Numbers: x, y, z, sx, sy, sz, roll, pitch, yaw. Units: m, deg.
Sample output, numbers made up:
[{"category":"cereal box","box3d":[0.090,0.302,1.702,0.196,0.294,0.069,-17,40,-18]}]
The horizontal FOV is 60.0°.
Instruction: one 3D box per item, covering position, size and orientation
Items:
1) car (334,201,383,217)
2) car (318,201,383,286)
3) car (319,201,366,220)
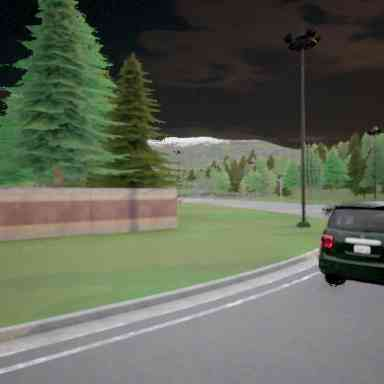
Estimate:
[{"category":"car","box3d":[17.005,1.639,34.081,2.033,1.411,5.357,0,0,-7]},{"category":"car","box3d":[5.208,1.241,8.610,2.150,2.045,5.566,0,0,43]},{"category":"car","box3d":[13.484,1.581,30.205,2.128,1.511,4.902,0,0,2]}]
